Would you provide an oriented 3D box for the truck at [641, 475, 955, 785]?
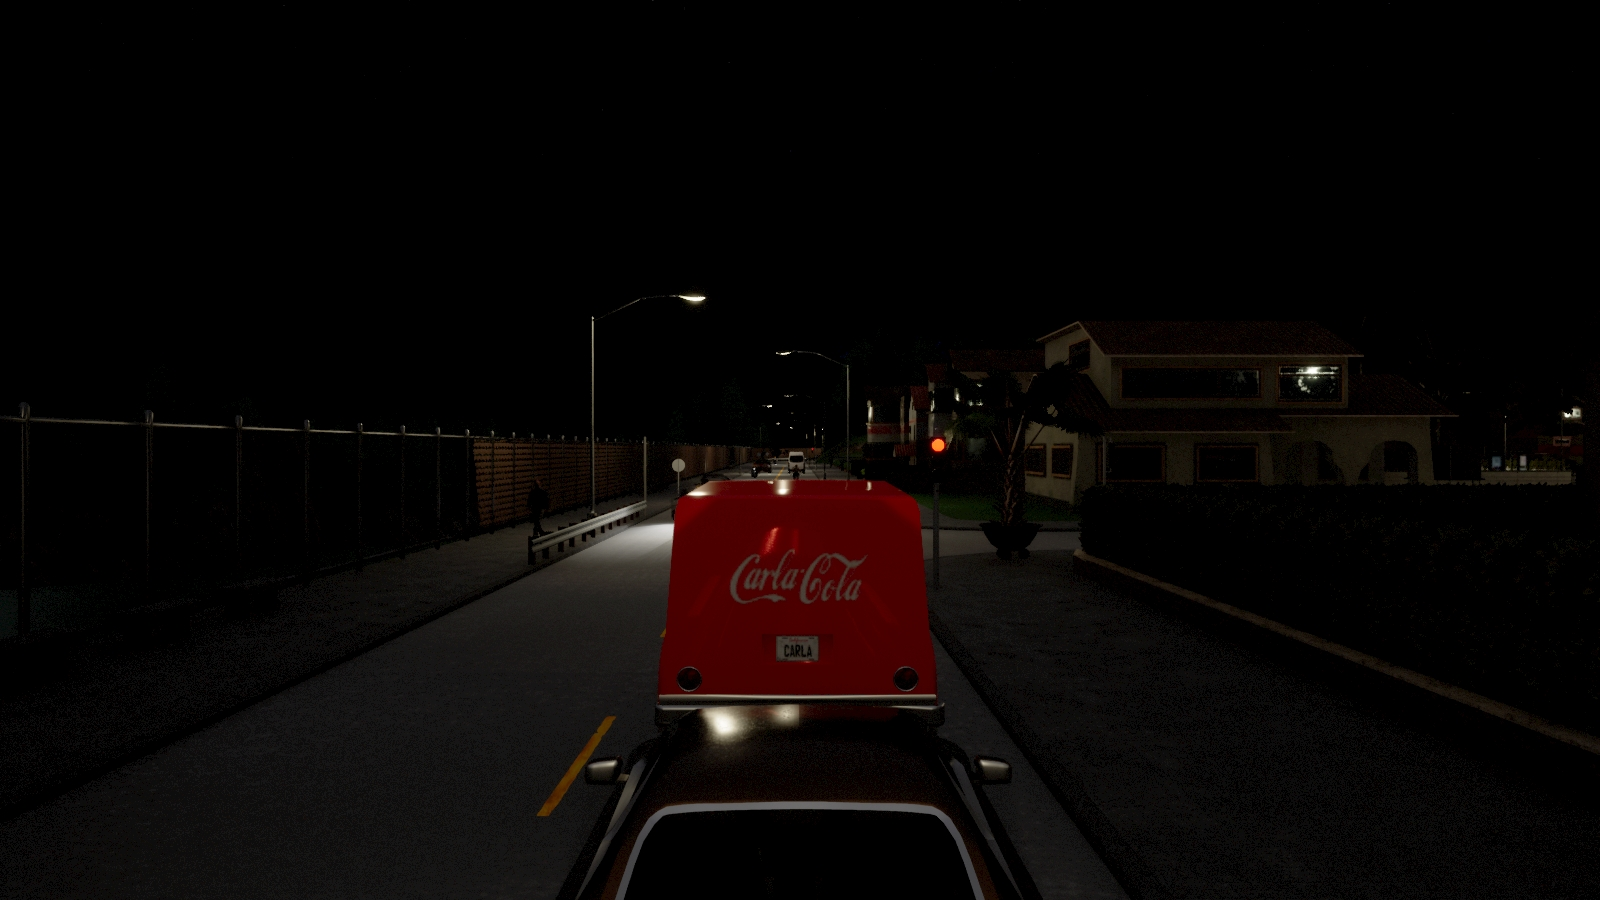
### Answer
[{"bbox_3d":[-0.025,1.564,12.158,2.627,2.467,5.204,0,0,0],"label":"truck"}]

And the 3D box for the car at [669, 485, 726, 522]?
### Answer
[{"bbox_3d":[-4.133,2.139,46.616,1.895,1.301,4.718,0,0,0],"label":"car"}]

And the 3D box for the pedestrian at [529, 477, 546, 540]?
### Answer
[{"bbox_3d":[-7.761,1.732,33.826,0.375,1.860,0.375,0,0,9],"label":"pedestrian"}]

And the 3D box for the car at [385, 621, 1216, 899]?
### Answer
[{"bbox_3d":[-0.006,1.989,5.238,2.152,1.651,5.027,0,0,0],"label":"car"}]
